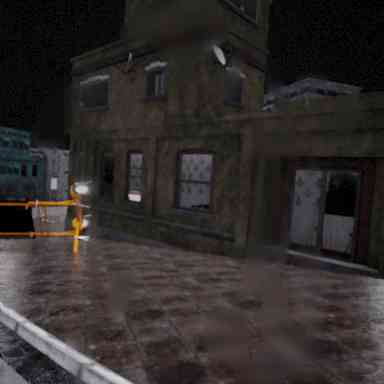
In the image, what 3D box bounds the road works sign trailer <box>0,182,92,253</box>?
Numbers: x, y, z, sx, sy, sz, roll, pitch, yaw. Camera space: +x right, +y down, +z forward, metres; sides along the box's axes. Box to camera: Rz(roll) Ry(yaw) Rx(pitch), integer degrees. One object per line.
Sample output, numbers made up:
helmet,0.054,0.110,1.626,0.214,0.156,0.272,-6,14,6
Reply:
road works sign trailer,-5.808,1.204,12.950,3.560,2.380,2.880,2,43,-15
